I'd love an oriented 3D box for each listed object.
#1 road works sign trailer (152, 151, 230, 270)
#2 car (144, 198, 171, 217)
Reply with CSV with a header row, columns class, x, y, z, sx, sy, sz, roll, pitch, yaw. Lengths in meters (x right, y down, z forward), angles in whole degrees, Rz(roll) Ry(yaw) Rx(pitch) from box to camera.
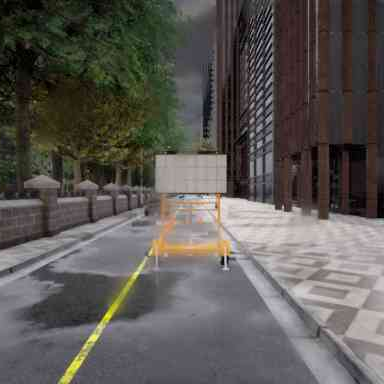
class,x,y,z,sx,sy,sz,roll,pitch,yaw
road works sign trailer,-0.028,0.464,11.004,2.380,3.560,2.880,0,0,0
car,-3.082,1.336,30.482,2.097,1.767,4.553,0,0,0
